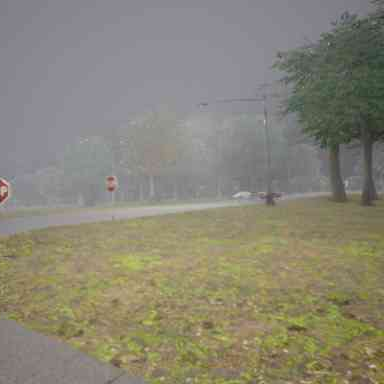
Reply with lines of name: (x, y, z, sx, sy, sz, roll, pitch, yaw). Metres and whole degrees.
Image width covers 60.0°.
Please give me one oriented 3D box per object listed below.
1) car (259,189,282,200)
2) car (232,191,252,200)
car: (11.030, 0.290, 46.399, 2.128, 1.511, 4.902, -4, -1, 34)
car: (8.287, 0.589, 54.758, 1.812, 1.442, 4.674, -4, -1, 34)
